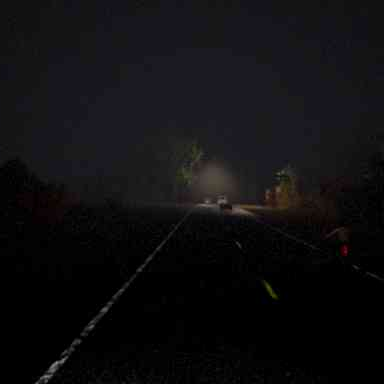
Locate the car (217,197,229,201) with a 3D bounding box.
[{"bbox_3d":[6.602,2.056,72.795,2.150,2.045,5.566,2,0,5],"label":"car"}]

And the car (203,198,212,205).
[{"bbox_3d":[3.735,2.318,80.540,2.128,1.511,4.902,2,0,5],"label":"car"}]

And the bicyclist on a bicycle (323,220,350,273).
[{"bbox_3d":[4.760,1.697,10.793,0.866,1.612,1.509,2,-1,2],"label":"bicyclist on a bicycle"}]

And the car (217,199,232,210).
[{"bbox_3d":[5.555,2.261,54.585,1.895,1.301,4.718,2,0,3],"label":"car"}]
